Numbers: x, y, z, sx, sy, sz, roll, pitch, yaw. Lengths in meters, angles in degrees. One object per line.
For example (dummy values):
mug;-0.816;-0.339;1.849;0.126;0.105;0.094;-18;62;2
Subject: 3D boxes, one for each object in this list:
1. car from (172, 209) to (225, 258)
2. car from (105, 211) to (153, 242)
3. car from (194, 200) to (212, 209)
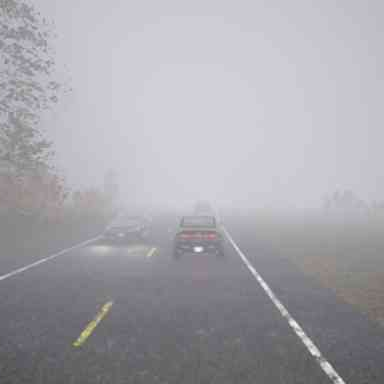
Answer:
car;0.261;1.651;13.367;1.837;1.490;4.892;0;-1;1
car;-3.252;1.765;17.914;1.812;1.442;4.674;0;-1;2
car;1.359;1.810;40.542;2.097;1.767;4.553;0;-1;3
